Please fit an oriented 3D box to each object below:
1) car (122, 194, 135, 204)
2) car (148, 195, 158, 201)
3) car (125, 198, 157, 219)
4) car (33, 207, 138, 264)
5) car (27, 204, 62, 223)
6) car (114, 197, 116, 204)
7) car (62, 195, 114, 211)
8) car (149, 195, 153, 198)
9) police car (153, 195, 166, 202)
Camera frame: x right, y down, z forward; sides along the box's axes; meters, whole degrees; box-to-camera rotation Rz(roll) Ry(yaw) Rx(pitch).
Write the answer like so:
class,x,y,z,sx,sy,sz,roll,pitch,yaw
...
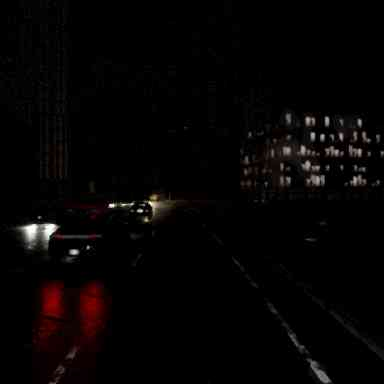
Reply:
class,x,y,z,sx,sy,sz,roll,pitch,yaw
car,-12.596,1.413,65.189,2.097,1.767,4.553,0,0,-10
car,-10.789,1.542,91.821,1.801,1.575,5.366,0,0,-14
car,-4.455,1.573,29.427,2.033,1.411,5.357,0,0,-5
car,-3.432,1.503,11.906,2.128,1.511,4.902,0,0,-2
car,-10.872,1.592,25.389,1.994,1.385,4.181,0,0,-4
car,-15.963,1.571,65.544,2.128,1.511,4.902,0,0,-10
car,-7.561,1.245,24.783,2.150,2.045,5.566,0,0,-4
car,-9.322,1.534,85.905,1.801,1.575,5.366,0,0,-13
police car,-7.074,1.491,75.916,1.930,1.638,5.238,0,0,-12
